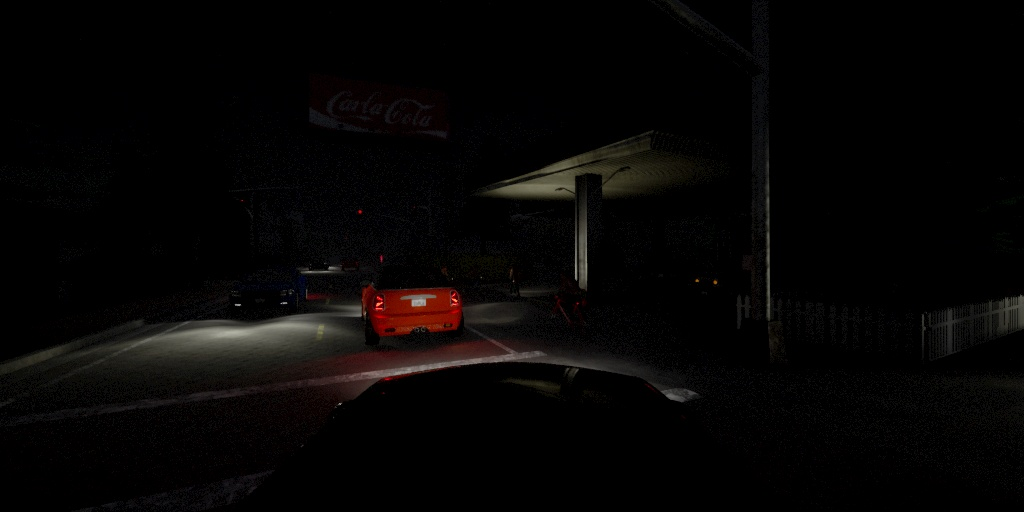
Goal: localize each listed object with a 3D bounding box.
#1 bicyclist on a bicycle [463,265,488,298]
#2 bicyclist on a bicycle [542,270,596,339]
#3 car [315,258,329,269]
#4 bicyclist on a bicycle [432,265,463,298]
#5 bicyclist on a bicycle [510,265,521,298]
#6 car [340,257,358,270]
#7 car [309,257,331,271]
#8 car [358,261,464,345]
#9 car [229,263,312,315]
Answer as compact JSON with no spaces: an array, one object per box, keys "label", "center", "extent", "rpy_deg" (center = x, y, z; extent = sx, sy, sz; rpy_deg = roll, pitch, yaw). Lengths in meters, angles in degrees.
[{"label":"bicyclist on a bicycle","center":[-1.948,1.267,17.941],"extent":[1.656,1.620,0.582],"rpy_deg":[1,0,-23]},{"label":"bicyclist on a bicycle","center":[1.403,1.181,8.962],"extent":[0.582,1.620,1.656],"rpy_deg":[3,-2,-45]},{"label":"car","center":[-29.236,1.119,55.298],"extent":[1.837,1.490,4.892],"rpy_deg":[0,0,-26]},{"label":"bicyclist on a bicycle","center":[-3.204,1.237,16.513],"extent":[1.656,1.620,0.582],"rpy_deg":[1,0,35]},{"label":"bicyclist on a bicycle","center":[0.156,1.271,18.132],"extent":[0.582,1.620,1.656],"rpy_deg":[0,0,14]},{"label":"car","center":[-22.286,0.964,49.259],"extent":[2.097,1.767,4.553],"rpy_deg":[0,0,-26]},{"label":"car","center":[-24.993,0.975,46.385],"extent":[2.097,1.767,4.553],"rpy_deg":[0,0,-26]},{"label":"car","center":[-2.829,1.002,9.502],"extent":[2.097,1.767,4.553],"rpy_deg":[0,0,-24]},{"label":"car","center":[-8.951,1.149,13.517],"extent":[1.882,1.535,5.008],"rpy_deg":[1,-1,-25]}]
